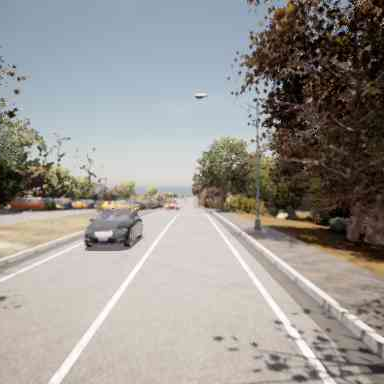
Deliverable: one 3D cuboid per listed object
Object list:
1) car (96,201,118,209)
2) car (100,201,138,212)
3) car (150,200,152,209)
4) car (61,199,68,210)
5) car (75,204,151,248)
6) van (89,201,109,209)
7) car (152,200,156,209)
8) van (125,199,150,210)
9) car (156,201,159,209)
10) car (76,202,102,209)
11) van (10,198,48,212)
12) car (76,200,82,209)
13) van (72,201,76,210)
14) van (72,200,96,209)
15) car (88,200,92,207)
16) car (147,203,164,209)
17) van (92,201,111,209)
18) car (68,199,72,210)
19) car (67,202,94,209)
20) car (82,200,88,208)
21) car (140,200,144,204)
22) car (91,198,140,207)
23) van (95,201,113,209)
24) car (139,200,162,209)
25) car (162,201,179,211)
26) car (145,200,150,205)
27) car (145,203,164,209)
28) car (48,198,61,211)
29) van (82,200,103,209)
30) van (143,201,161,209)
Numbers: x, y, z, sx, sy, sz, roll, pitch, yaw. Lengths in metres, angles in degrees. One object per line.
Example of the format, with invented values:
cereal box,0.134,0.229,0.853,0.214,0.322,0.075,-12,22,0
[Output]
car,-23.389,3.633,91.720,5.566,2.045,2.435,0,-3,0
car,-10.354,2.040,47.344,4.892,1.521,2.231,0,-2,0
car,-10.347,2.590,61.205,4.674,1.452,2.002,0,-2,0
car,-23.242,2.238,53.106,5.366,1.575,1.946,0,-2,0
car,-3.353,1.518,14.984,2.128,1.511,4.902,0,0,0
van,-23.303,3.202,83.412,4.442,1.987,1.878,0,-3,0
car,-10.349,2.765,66.755,5.008,1.535,2.097,0,-2,0
van,-10.461,2.432,63.990,4.442,1.987,1.878,0,-2,0
car,-10.312,3.010,72.301,4.792,1.488,2.163,0,-2,0
car,-23.237,3.094,75.251,5.366,1.575,1.946,0,-2,0
van,-23.546,1.820,47.457,4.442,1.987,1.878,0,-2,0
car,-23.393,2.435,61.413,4.553,1.767,2.185,0,-2,0
van,-23.542,2.228,58.649,4.442,1.987,1.878,0,-2,0
van,-23.539,2.764,72.490,4.442,1.987,1.878,0,-2,0
car,-23.418,2.775,66.945,5.008,1.535,2.097,0,-2,0
car,-10.306,3.907,94.475,4.553,1.767,2.185,0,-3,0
van,-23.535,3.361,86.311,4.442,1.987,1.878,0,-3,0
car,-23.420,2.348,55.871,4.892,1.521,2.231,0,-2,0
car,-23.417,2.884,69.713,4.892,1.521,2.231,0,-2,0
car,-23.419,2.663,64.051,5.008,1.535,2.097,0,-2,0
car,-10.354,2.131,50.114,5.008,1.535,2.097,0,-2,0
car,-10.163,1.953,44.576,5.366,1.575,1.946,0,-2,0
van,-23.535,3.506,88.952,4.442,1.987,1.878,0,-3,0
car,-10.368,3.173,83.393,5.566,2.045,2.435,0,-3,0
car,-3.322,2.228,56.245,2.097,1.767,4.553,0,-2,0
car,-10.318,2.084,55.669,5.566,2.045,2.435,0,-2,0
car,-10.332,3.880,91.695,5.008,1.535,2.097,0,-3,0
car,-23.455,1.889,50.348,5.566,2.045,2.435,0,-2,0
van,-23.304,2.979,78.025,4.442,1.987,1.878,0,-2,0
van,-10.222,3.350,86.164,4.442,1.987,1.878,0,-3,0
